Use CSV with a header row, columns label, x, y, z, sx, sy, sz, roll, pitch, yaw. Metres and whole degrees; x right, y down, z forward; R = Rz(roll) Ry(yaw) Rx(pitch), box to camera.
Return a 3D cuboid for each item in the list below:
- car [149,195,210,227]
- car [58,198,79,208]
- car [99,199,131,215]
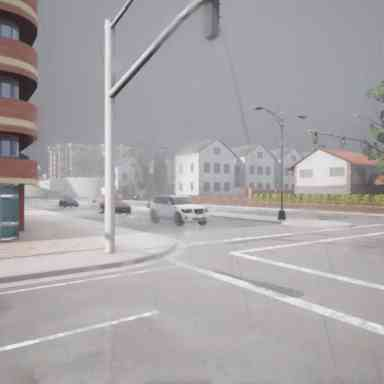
label,x,y,z,sx,sy,sz,roll,pitch,yaw
car,-1.053,1.220,23.514,2.150,2.045,5.566,0,0,-35
car,-17.759,1.546,47.758,2.033,1.411,5.357,0,0,-34
car,-7.745,1.476,33.196,1.882,1.535,5.008,0,0,-35
